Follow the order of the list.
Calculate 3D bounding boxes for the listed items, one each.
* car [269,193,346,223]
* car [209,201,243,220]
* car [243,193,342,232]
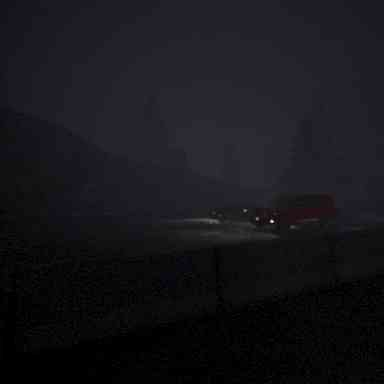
[{"bbox_3d":[8.700,1.082,24.926,5.566,2.045,2.150,0,0,-26],"label":"car"},{"bbox_3d":[3.431,1.407,26.117,4.181,1.385,1.994,0,0,-28],"label":"car"},{"bbox_3d":[6.032,1.111,19.611,5.566,2.045,2.150,0,0,-28],"label":"car"}]
